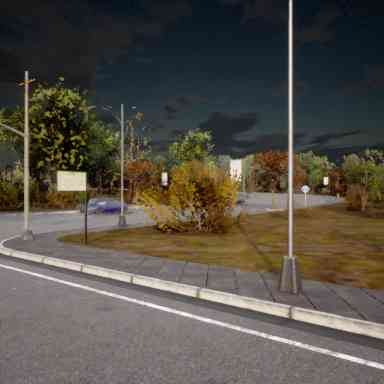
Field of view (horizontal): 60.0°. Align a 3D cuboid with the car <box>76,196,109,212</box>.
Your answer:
[{"bbox_3d":[-10.187,1.350,35.939,2.097,1.767,4.553,0,0,39],"label":"car"}]

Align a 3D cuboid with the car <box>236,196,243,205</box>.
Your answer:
[{"bbox_3d":[6.185,1.323,50.728,2.128,1.511,4.902,0,1,39],"label":"car"}]

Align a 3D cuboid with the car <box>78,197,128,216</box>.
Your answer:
[{"bbox_3d":[-8.373,1.525,32.608,1.812,1.442,4.674,0,0,39],"label":"car"}]
